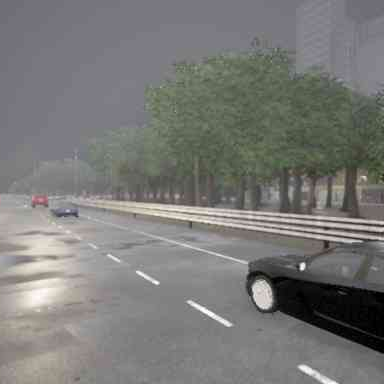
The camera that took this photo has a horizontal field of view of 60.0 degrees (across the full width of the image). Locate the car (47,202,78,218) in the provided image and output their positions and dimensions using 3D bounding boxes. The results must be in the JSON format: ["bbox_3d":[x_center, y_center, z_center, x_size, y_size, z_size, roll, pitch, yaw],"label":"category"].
[{"bbox_3d":[-11.973,1.646,31.131,1.994,1.385,4.181,0,0,-30],"label":"car"}]

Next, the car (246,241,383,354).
[{"bbox_3d":[2.907,1.523,5.252,1.882,1.535,5.008,0,-1,-30],"label":"car"}]

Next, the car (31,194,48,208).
[{"bbox_3d":[-23.548,1.360,51.370,2.150,2.045,5.566,0,0,-28],"label":"car"}]
